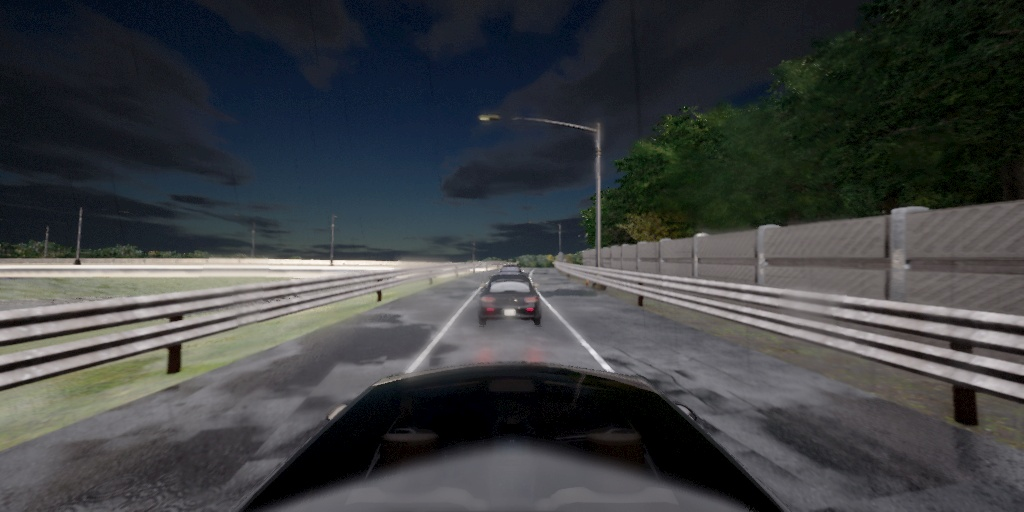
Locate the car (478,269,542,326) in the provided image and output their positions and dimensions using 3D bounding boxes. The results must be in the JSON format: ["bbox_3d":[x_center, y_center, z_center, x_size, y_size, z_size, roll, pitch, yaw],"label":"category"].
[{"bbox_3d":[-0.068,1.317,11.692,1.812,1.442,4.674,0,0,-1],"label":"car"}]

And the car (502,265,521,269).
[{"bbox_3d":[-0.071,1.395,27.009,2.033,1.411,5.357,0,0,1],"label":"car"}]
